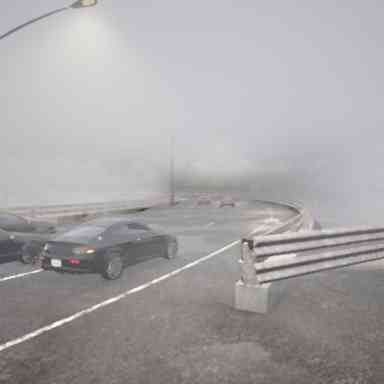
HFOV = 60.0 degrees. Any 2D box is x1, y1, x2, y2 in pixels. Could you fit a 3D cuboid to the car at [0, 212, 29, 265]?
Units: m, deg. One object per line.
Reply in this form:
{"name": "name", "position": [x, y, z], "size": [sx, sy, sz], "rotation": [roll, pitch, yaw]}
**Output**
{"name": "car", "position": [-6.401, 1.497, 9.005], "size": [2.033, 1.411, 5.357], "rotation": [0, 0, 27]}

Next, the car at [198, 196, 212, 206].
{"name": "car", "position": [2.016, 1.307, 51.722], "size": [2.128, 1.511, 4.902], "rotation": [0, 0, 5]}

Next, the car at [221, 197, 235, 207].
{"name": "car", "position": [5.139, 1.402, 47.717], "size": [1.994, 1.385, 4.181], "rotation": [0, 0, 6]}

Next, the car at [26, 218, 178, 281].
{"name": "car", "position": [-2.138, 1.483, 9.816], "size": [1.812, 1.442, 4.674], "rotation": [0, 0, 26]}
